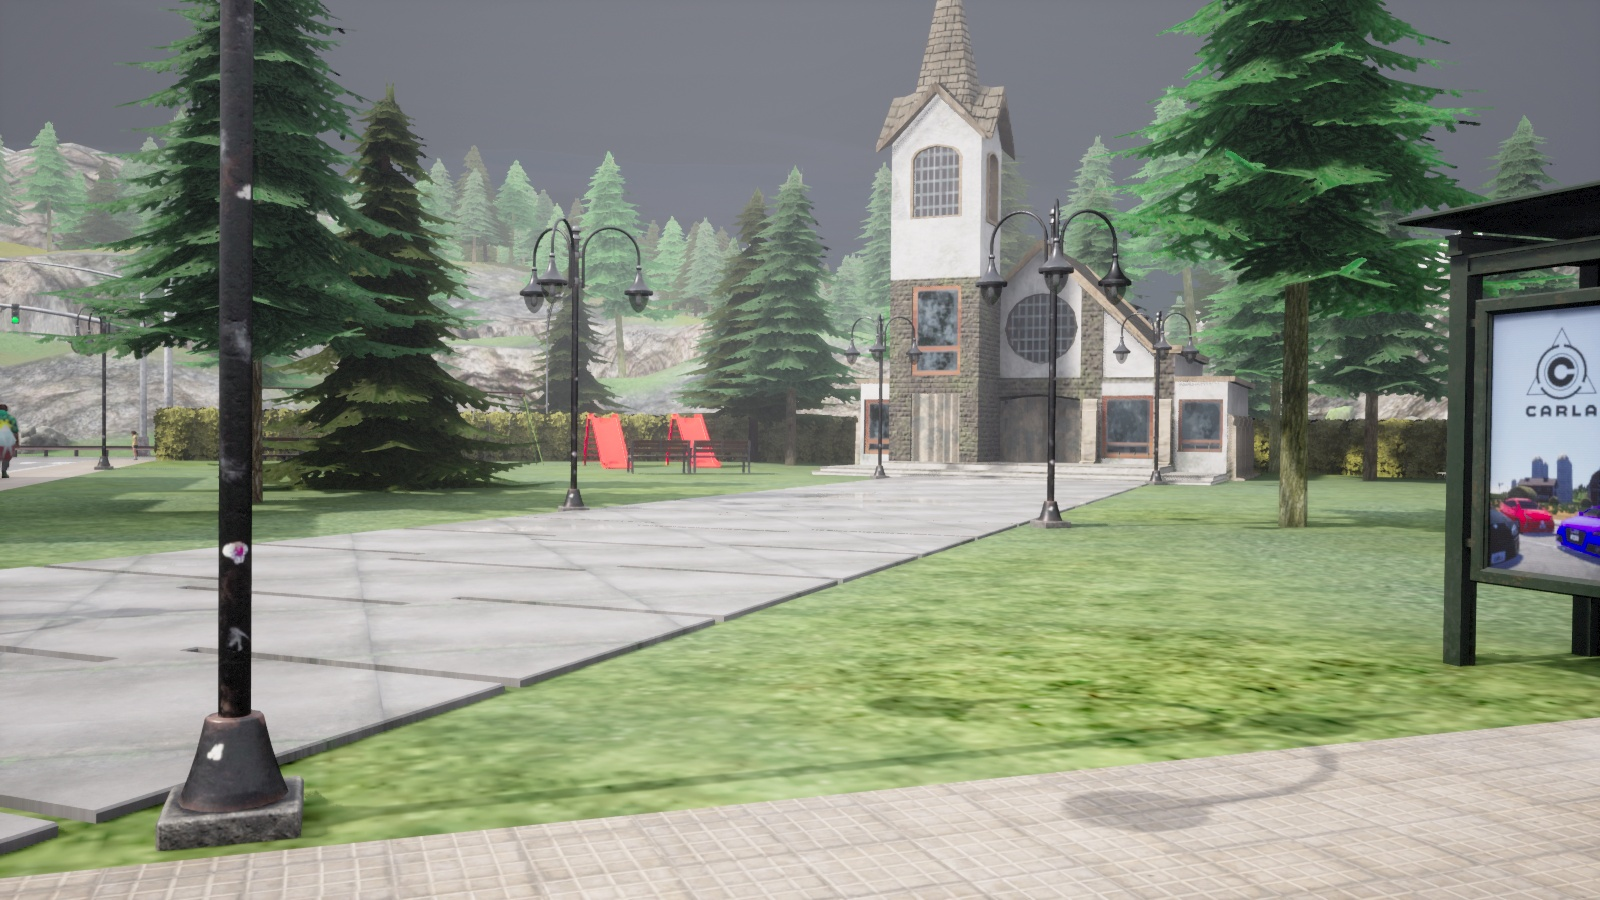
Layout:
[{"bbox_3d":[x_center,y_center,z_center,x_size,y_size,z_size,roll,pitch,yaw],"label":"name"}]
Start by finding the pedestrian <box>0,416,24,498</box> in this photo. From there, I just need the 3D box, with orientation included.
[{"bbox_3d":[-19.037,0.161,29.998,0.659,1.952,0.873,-1,1,-22],"label":"pedestrian"}]
